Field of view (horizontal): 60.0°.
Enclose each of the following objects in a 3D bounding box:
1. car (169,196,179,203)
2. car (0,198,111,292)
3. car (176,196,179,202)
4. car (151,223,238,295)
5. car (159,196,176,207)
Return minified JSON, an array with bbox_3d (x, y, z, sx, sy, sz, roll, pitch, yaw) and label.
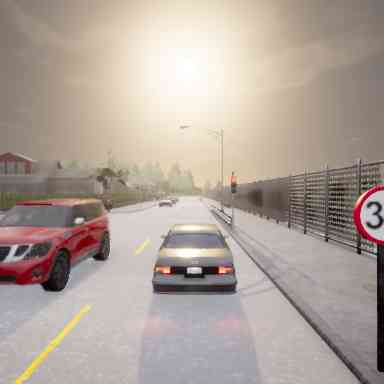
[{"bbox_3d":[-3.860,1.553,71.571,1.994,1.385,4.181,0,0,0],"label":"car"},{"bbox_3d":[-3.939,1.221,9.346,2.150,2.045,5.566,0,0,2],"label":"car"},{"bbox_3d":[-3.943,1.478,61.567,1.882,1.535,5.008,0,0,0],"label":"car"},{"bbox_3d":[0.071,1.547,8.880,2.033,1.411,5.357,0,0,1],"label":"car"},{"bbox_3d":[-3.995,1.547,51.723,2.033,1.411,5.357,0,0,0],"label":"car"}]
